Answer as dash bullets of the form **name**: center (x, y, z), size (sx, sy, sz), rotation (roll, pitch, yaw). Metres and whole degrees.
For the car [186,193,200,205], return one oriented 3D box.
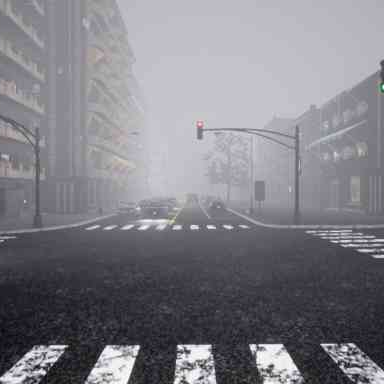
- **car**: center (0.117, 1.198, 59.018), size (2.150, 2.045, 5.566), rotation (0, 0, 0)

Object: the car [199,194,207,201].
- **car**: center (2.712, 1.396, 85.476), size (1.967, 1.590, 4.097), rotation (0, 0, 0)

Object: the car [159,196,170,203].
- **car**: center (-5.672, 1.551, 68.886), size (1.802, 1.307, 4.206), rotation (0, 0, 0)

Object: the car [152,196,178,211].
- **car**: center (-3.087, 1.535, 38.659), size (2.033, 1.411, 5.357), rotation (0, 0, 0)

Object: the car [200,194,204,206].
- **car**: center (2.702, 1.420, 52.276), size (1.967, 1.590, 4.097), rotation (0, 0, 0)

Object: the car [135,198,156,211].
- **car**: center (-5.680, 1.531, 41.218), size (1.887, 1.381, 4.507), rotation (0, 0, 0)

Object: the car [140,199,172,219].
- **car**: center (-3.100, 1.556, 29.311), size (1.994, 1.385, 4.181), rotation (0, 0, -1)

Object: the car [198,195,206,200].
- **car**: center (2.715, 1.496, 91.010), size (1.887, 1.381, 4.507), rotation (0, 0, 0)

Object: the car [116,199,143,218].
- **car**: center (-5.684, 1.542, 30.151), size (2.008, 1.369, 4.403), rotation (0, 0, 0)

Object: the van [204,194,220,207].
- **van**: center (2.698, 1.327, 41.208), size (1.690, 1.788, 3.998), rotation (0, 0, 0)

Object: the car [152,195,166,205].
- **car**: center (-5.677, 1.417, 57.819), size (1.967, 1.590, 4.097), rotation (0, 0, 0)

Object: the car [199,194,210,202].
- **car**: center (2.708, 1.280, 74.410), size (2.192, 1.841, 5.009), rotation (0, 0, 0)

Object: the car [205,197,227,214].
- **car**: center (2.698, 1.555, 35.675), size (1.947, 1.339, 4.313), rotation (0, 0, 0)

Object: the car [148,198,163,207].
- **car**: center (-5.677, 1.562, 52.286), size (1.802, 1.307, 4.206), rotation (0, 0, 0)
